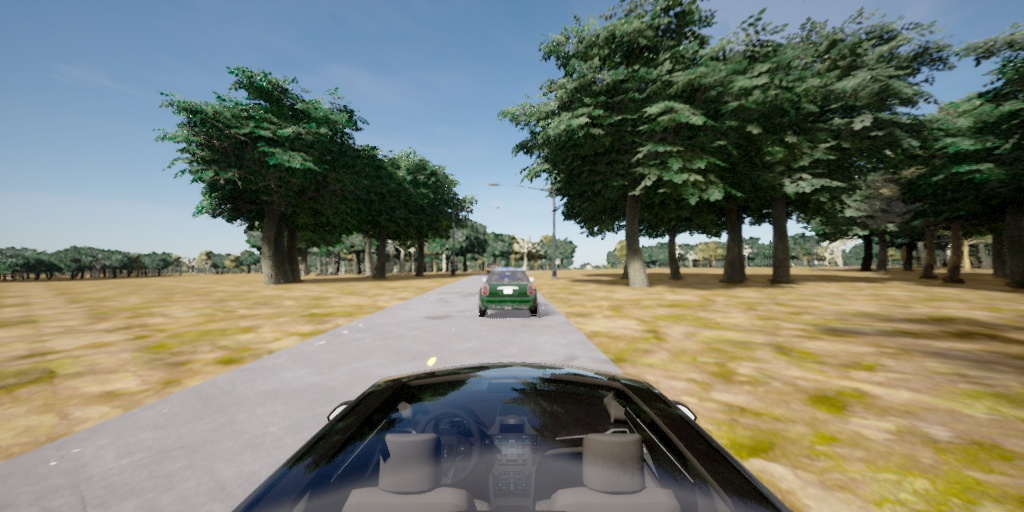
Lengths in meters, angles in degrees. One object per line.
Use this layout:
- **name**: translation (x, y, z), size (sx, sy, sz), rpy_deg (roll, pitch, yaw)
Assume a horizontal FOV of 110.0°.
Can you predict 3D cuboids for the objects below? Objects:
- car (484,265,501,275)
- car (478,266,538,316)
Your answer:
- **car**: translation (-3.292, 2.422, 62.049), size (1.882, 1.535, 5.008), rpy_deg (-1, -1, 9)
- **car**: translation (-0.156, 1.262, 14.347), size (2.097, 1.767, 4.553), rpy_deg (0, -1, -1)
